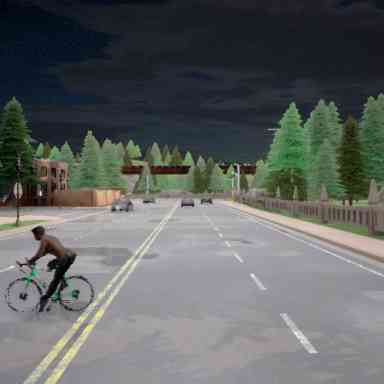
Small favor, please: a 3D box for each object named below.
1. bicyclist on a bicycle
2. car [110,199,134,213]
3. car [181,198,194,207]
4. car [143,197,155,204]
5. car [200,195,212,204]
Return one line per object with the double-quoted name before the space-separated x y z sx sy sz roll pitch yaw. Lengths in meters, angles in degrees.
"bicyclist on a bicycle" -2.666 1.455 6.194 1.656 1.620 0.582 -2 0 -1
"car" -7.630 1.491 36.614 2.128 1.511 4.902 0 0 -1
"car" -0.671 1.564 52.895 1.994 1.385 4.181 0 0 -1
"car" -7.962 1.565 61.746 1.994 1.385 4.181 0 0 0
"car" 2.680 1.352 62.983 2.097 1.767 4.553 0 0 -1
